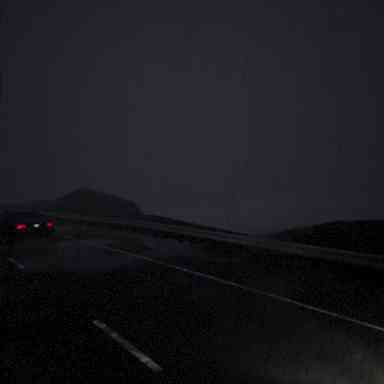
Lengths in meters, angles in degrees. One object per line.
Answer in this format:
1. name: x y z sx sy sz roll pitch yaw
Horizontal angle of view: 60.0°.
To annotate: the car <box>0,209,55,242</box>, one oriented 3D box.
1. car: -8.774 1.603 16.985 2.033 1.411 5.357 0 0 -42
